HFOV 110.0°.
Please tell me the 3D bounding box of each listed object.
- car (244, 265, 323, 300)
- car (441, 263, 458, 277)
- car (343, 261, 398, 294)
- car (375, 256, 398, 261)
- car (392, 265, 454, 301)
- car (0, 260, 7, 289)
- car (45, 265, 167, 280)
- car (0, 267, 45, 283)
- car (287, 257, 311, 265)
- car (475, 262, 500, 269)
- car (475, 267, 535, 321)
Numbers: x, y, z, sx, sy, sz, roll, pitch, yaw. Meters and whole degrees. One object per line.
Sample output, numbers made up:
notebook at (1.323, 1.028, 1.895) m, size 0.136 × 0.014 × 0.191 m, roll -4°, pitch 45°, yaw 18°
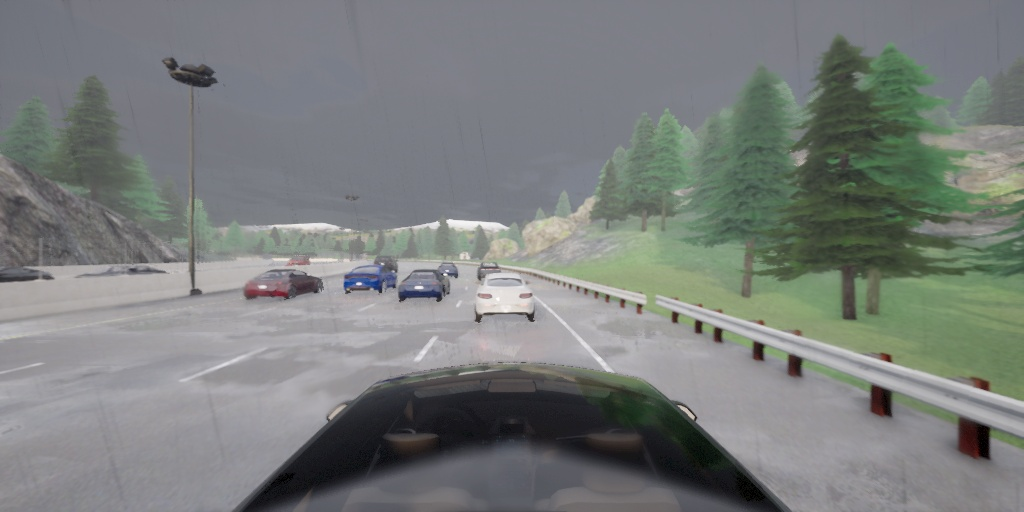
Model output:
car at (-11.189, 1.337, 17.878) m, size 1.994 × 1.385 × 4.181 m, roll 0°, pitch 0°, yaw -4°
car at (-6.215, 1.328, 34.687) m, size 1.994 × 1.385 × 4.181 m, roll 0°, pitch 0°, yaw -9°
car at (-7.905, 1.244, 20.460) m, size 1.882 × 1.535 × 5.008 m, roll 0°, pitch 0°, yaw -5°
car at (-14.500, 1.002, 41.248) m, size 2.150 × 2.045 × 5.566 m, roll 0°, pitch 0°, yaw -11°
car at (-4.137, 1.323, 17.393) m, size 1.994 × 1.385 × 4.181 m, roll 0°, pitch 0°, yaw -4°
car at (-32.696, 1.166, 20.272) m, size 2.097 × 1.767 × 4.553 m, roll 0°, pitch 0°, yaw -7°
car at (-22.145, 1.286, 20.247) m, size 2.128 × 1.511 × 4.902 m, roll 0°, pitch 0°, yaw -6°
car at (-29.162, 1.333, 20.285) m, size 1.812 × 1.442 × 4.674 m, roll 0°, pitch 0°, yaw -6°
car at (-32.152, 1.117, 54.257) m, size 2.150 × 2.045 × 5.566 m, roll 0°, pitch 0°, yaw -16°
car at (-1.965, 1.247, 29.941) m, size 2.128 × 1.511 × 4.902 m, roll 0°, pitch 0°, yaw -8°
car at (-0.287, 1.277, 12.342) m, size 1.812 × 1.442 × 4.674 m, roll 0°, pitch 0°, yaw -3°
